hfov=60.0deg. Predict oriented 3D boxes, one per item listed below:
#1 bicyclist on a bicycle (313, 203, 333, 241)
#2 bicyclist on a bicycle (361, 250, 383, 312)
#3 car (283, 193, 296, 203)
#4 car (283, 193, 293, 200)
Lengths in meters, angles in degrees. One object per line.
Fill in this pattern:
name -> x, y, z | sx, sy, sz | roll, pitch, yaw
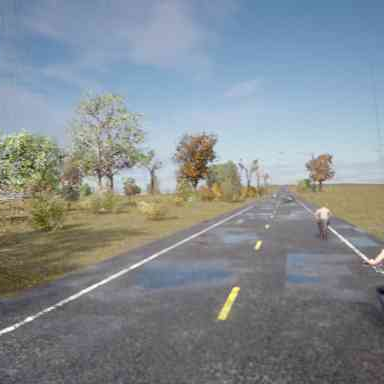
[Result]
bicyclist on a bicycle -> 5.803, 1.270, 14.664 | 0.866, 1.612, 1.509 | -2, 0, 15
bicyclist on a bicycle -> 3.078, 1.341, 5.015 | 0.866, 1.612, 1.509 | -2, 0, 16
car -> 16.658, 1.043, 56.795 | 2.128, 1.511, 4.902 | -2, -1, 16
car -> 20.501, 1.006, 70.903 | 1.994, 1.385, 4.181 | -2, 0, 16
